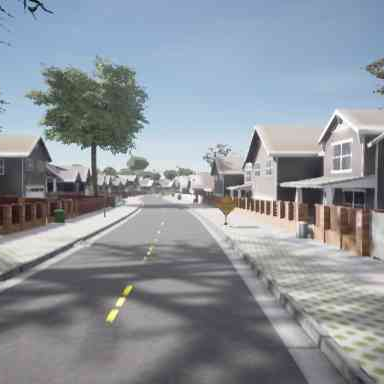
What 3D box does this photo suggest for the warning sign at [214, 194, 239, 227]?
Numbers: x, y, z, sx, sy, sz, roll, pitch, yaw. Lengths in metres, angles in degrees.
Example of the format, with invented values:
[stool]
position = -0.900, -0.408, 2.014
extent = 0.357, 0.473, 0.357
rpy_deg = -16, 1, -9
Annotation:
[warning sign]
position = 2.050, 1.085, 19.910
extent = 1.300, 1.860, 1.060
rpy_deg = 1, 1, -3
